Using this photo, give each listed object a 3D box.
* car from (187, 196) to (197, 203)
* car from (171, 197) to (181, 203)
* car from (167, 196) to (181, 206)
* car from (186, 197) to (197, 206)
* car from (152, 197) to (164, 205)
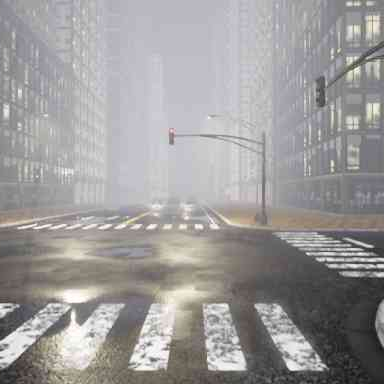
[{"bbox_3d":[-0.054,1.652,70.473,1.994,1.385,4.181,0,0,0],"label":"car"},{"bbox_3d":[-3.304,1.676,70.084,1.895,1.301,4.718,0,0,0],"label":"car"},{"bbox_3d":[-3.296,1.548,60.024,2.097,1.767,4.553,0,0,0],"label":"car"},{"bbox_3d":[-0.046,1.799,60.501,1.895,1.301,4.718,0,0,0],"label":"car"},{"bbox_3d":[-6.549,1.709,64.218,2.128,1.511,4.902,0,0,0],"label":"car"}]
